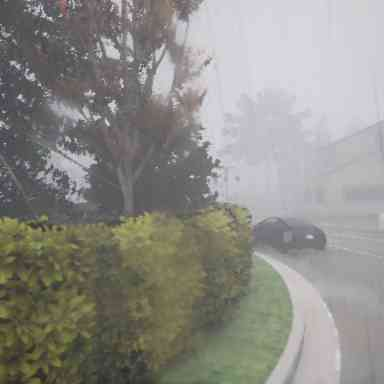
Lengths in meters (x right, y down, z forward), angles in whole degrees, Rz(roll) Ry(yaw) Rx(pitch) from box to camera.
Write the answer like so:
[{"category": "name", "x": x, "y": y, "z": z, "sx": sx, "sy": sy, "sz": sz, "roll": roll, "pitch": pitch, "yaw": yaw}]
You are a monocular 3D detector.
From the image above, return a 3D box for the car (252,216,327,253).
[{"category": "car", "x": 3.995, "y": 1.744, "z": 14.741, "sx": 1.994, "sy": 1.385, "sz": 4.181, "roll": -1, "pitch": -1, "yaw": -15}]
